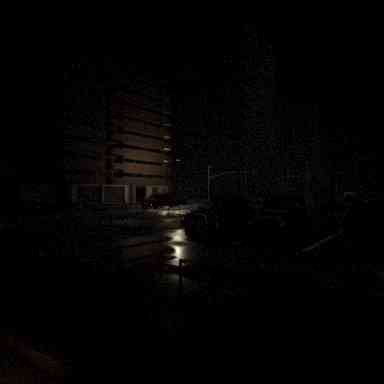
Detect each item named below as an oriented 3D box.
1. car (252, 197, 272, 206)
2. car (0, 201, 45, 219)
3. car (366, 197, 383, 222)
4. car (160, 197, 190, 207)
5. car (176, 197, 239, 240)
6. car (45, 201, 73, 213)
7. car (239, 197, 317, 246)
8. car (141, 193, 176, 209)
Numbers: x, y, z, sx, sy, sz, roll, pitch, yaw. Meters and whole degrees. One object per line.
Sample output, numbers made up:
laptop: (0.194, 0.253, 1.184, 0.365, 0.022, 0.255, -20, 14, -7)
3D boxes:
car: (12.011, 1.526, 56.805, 1.812, 1.442, 4.674, 0, 0, 34)
car: (-15.484, 1.564, 28.740, 1.994, 1.385, 4.181, 0, 0, 34)
car: (15.862, 1.395, 27.342, 1.970, 1.475, 3.806, 0, 0, 34)
car: (-2.721, 1.548, 53.936, 2.033, 1.411, 5.357, 0, 0, 34)
car: (1.471, 1.153, 16.052, 1.932, 1.855, 4.605, 0, 0, 34)
car: (-15.222, 1.601, 35.411, 1.895, 1.301, 4.718, 0, 0, 34)
car: (3.839, 1.156, 14.386, 1.905, 1.878, 3.866, 0, 0, 34)
car: (-4.482, 1.221, 45.117, 2.150, 2.045, 5.566, 0, 0, 34)
